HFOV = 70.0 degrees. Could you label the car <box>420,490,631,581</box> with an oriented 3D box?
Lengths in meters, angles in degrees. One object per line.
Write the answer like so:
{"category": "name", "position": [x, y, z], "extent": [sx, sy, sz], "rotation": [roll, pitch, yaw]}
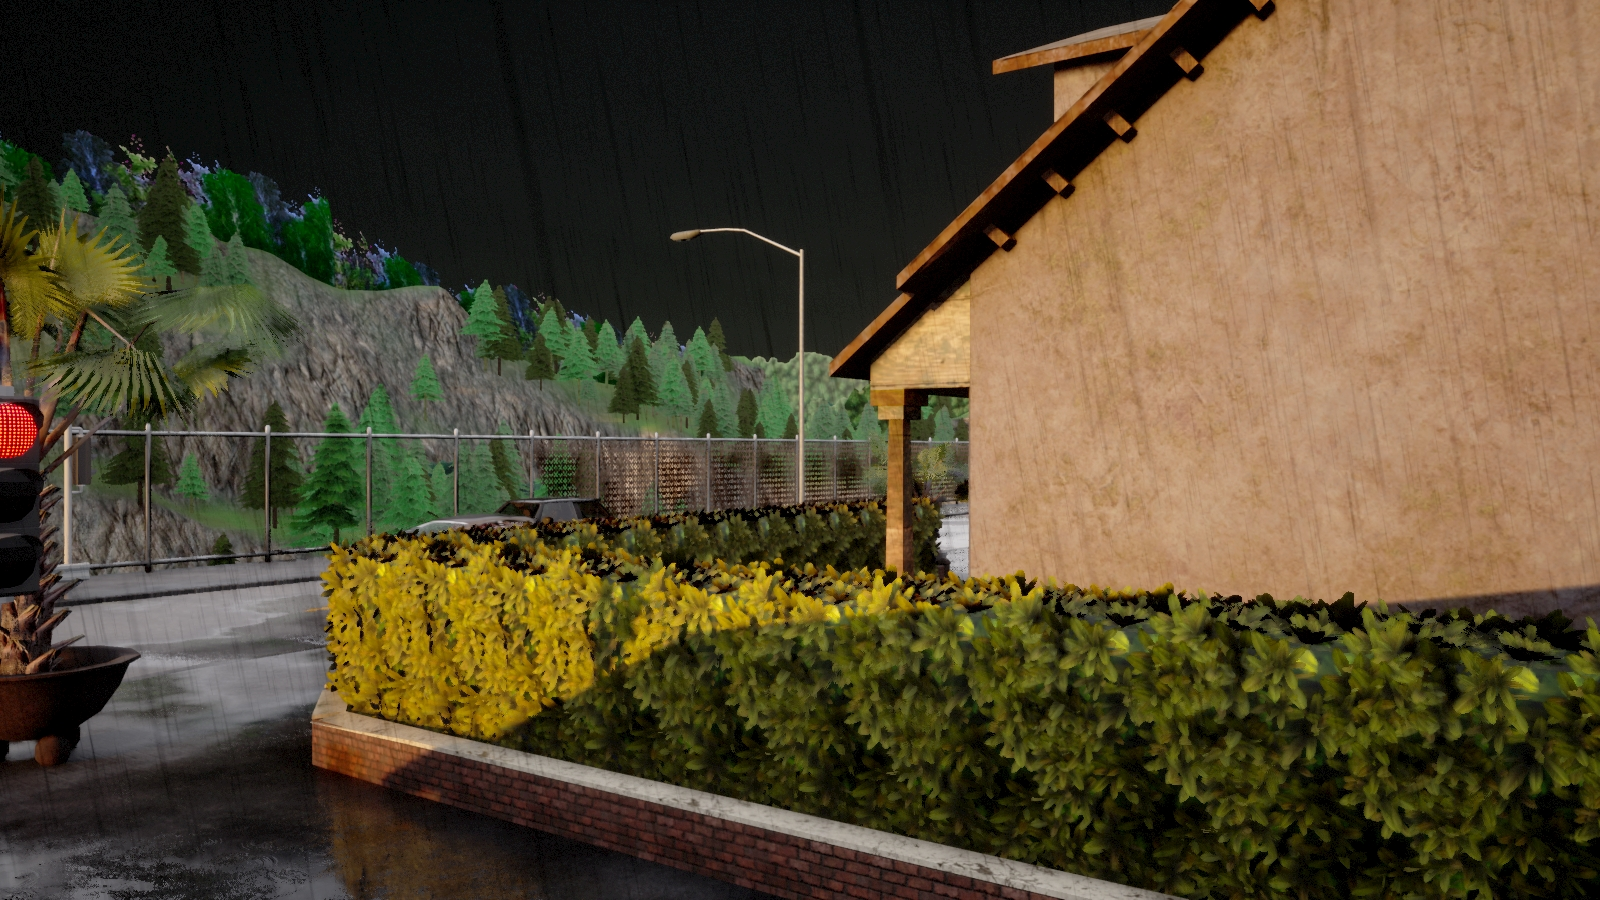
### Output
{"category": "car", "position": [-6.312, 1.906, 26.765], "extent": [2.097, 1.767, 4.553], "rotation": [0, 0, 35]}

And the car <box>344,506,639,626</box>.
{"category": "car", "position": [-5.479, 1.992, 20.984], "extent": [2.152, 1.651, 5.027], "rotation": [0, 0, 35]}
